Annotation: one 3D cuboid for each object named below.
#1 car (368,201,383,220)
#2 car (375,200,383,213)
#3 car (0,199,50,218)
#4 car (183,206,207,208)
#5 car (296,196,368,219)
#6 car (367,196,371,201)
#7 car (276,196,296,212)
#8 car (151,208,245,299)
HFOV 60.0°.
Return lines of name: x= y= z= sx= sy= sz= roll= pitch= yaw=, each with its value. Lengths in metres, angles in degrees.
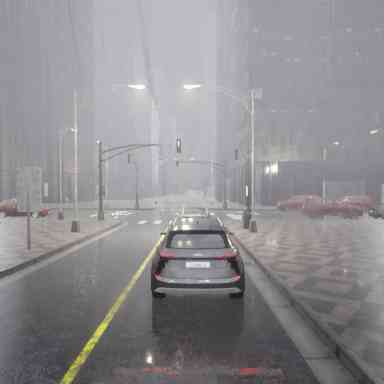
car: x=17.851 y=1.742 z=29.238 sx=4.313 sy=1.339 sz=1.947 roll=0 pitch=1 yaw=0
car: x=23.503 y=1.634 z=37.762 sx=4.313 sy=1.339 sz=1.947 roll=0 pitch=1 yaw=0
car: x=-14.834 y=1.566 z=29.236 sx=4.507 sy=1.381 sz=1.887 roll=0 pitch=1 yaw=0
car: x=0.147 y=1.507 z=17.562 sx=1.837 sy=1.490 sz=4.892 roll=0 pitch=0 yaw=0
car: x=12.208 y=1.463 z=29.235 sx=5.009 sy=1.841 sz=2.192 roll=0 pitch=1 yaw=0
car: x=17.861 y=1.354 z=37.759 sx=5.009 sy=1.841 sz=2.192 roll=0 pitch=1 yaw=0
car: x=12.218 y=1.325 z=37.759 sx=5.009 sy=1.841 sz=2.192 roll=0 pitch=1 yaw=0
car: x=0.133 y=1.428 z=8.475 sx=2.033 sy=1.649 sz=4.856 roll=0 pitch=0 yaw=1
